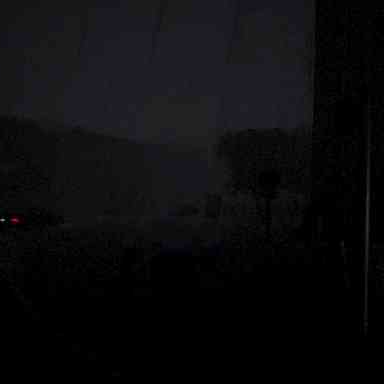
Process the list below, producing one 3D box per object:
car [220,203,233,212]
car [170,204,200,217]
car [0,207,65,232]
[{"bbox_3d":[5.074,2.526,54.663,1.812,1.442,4.674,1,-1,33],"label":"car"},{"bbox_3d":[-0.769,2.134,38.801,1.994,1.385,4.181,1,-1,32],"label":"car"},{"bbox_3d":[-9.827,1.592,20.287,2.033,1.411,5.357,1,-1,6],"label":"car"}]
